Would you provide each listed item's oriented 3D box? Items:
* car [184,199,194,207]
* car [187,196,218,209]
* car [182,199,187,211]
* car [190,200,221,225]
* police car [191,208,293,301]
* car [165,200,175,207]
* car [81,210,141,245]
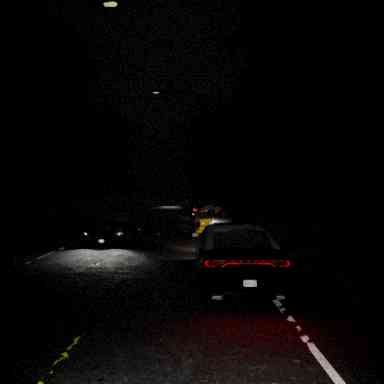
[{"bbox_3d":[-0.581,1.966,59.425,1.812,1.442,4.674,0,-1,-1],"label":"car"},{"bbox_3d":[0.924,1.317,24.526,2.150,2.045,5.566,-1,0,-1],"label":"car"},{"bbox_3d":[-0.310,1.782,45.340,2.128,1.511,4.902,0,-1,0],"label":"car"},{"bbox_3d":[0.977,1.517,18.672,1.801,1.575,5.366,-1,0,0],"label":"car"},{"bbox_3d":[1.039,1.449,8.578,1.930,1.638,5.238,0,0,0],"label":"police car"},{"bbox_3d":[-4.185,2.089,63.349,1.895,1.301,4.718,0,-1,-1],"label":"car"},{"bbox_3d":[-3.646,1.604,16.027,2.033,1.411,5.357,0,0,0],"label":"car"}]
